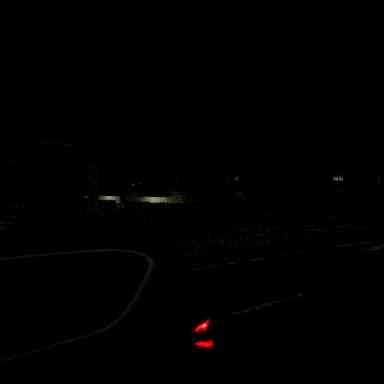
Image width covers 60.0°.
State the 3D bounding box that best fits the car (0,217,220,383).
[{"bbox_3d":[-2.379,1.262,1.872,5.566,2.045,2.150,0,0,-35],"label":"car"}]
